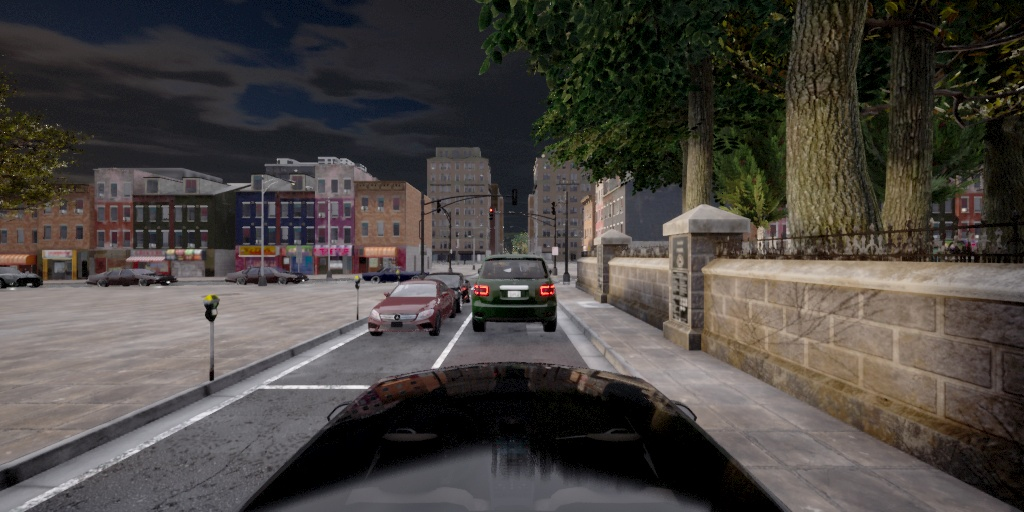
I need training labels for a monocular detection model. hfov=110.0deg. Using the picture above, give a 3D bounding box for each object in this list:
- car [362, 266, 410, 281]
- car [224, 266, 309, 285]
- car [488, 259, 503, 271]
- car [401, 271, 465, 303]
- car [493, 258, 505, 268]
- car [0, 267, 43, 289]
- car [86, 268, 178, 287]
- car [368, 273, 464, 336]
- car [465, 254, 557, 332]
[{"bbox_3d":[-8.539,1.425,26.881,4.718,1.301,1.895,-1,0,0],"label":"car"},{"bbox_3d":[-18.300,1.482,26.855,5.357,1.411,2.033,-1,0,0],"label":"car"},{"bbox_3d":[-2.258,1.216,51.157,1.882,1.535,5.008,0,0,0],"label":"car"},{"bbox_3d":[-2.629,1.315,13.958,1.948,1.339,4.313,0,0,0],"label":"car"},{"bbox_3d":[-2.240,1.213,61.599,1.882,1.535,5.008,0,0,0],"label":"car"},{"bbox_3d":[-38.333,1.597,26.821,4.553,1.767,2.097,-1,0,0],"label":"car"},{"bbox_3d":[-28.374,1.623,26.828,5.357,1.411,2.033,-1,0,0],"label":"car"},{"bbox_3d":[-2.632,1.331,10.295,1.802,1.307,4.207,0,0,0],"label":"car"},{"bbox_3d":[0.082,0.971,10.973,2.150,2.045,5.566,0,0,1],"label":"car"}]
